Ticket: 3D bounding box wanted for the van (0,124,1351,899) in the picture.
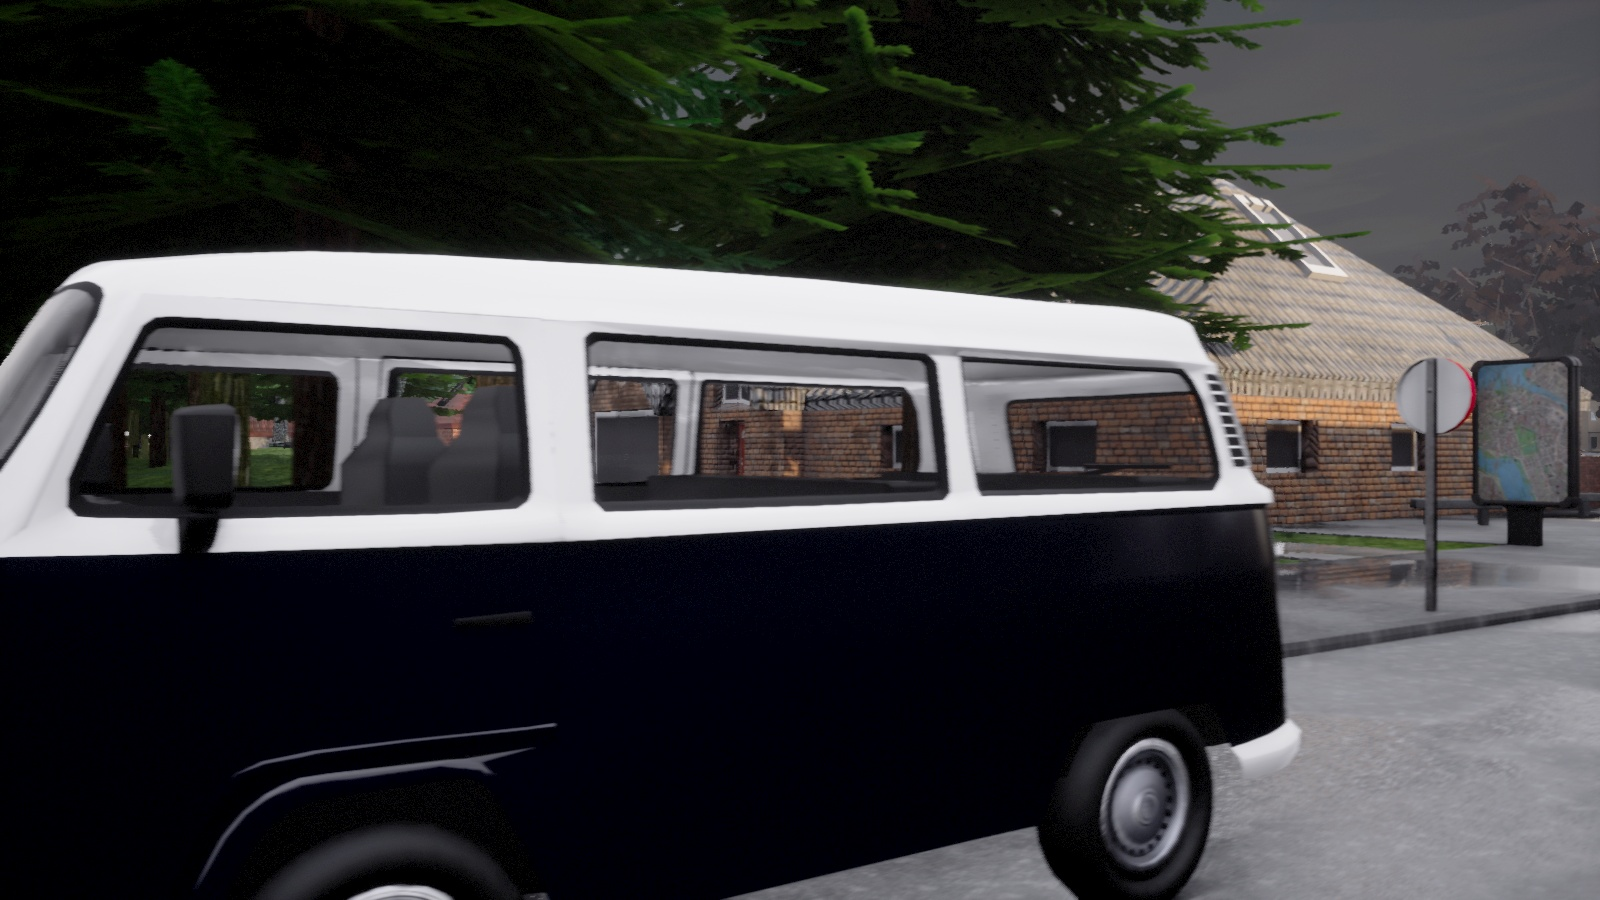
[{"bbox_3d":[-0.524,0.479,3.912,4.480,2.038,2.069,0,0,-35],"label":"van"}]
